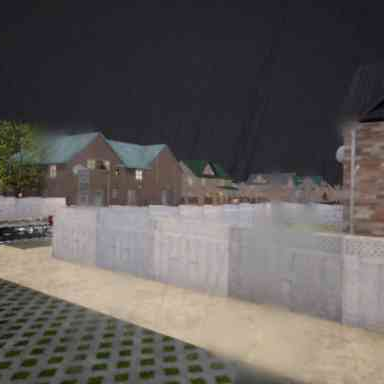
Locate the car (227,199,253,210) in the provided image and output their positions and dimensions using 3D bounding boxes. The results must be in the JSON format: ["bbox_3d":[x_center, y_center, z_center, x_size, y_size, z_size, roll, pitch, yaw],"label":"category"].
[{"bbox_3d":[5.637,1.610,39.764,2.128,1.511,4.902,1,0,35],"label":"car"}]

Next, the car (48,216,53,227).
[{"bbox_3d":[-5.543,1.503,18.987,1.895,1.301,4.718,1,0,35],"label":"car"}]
